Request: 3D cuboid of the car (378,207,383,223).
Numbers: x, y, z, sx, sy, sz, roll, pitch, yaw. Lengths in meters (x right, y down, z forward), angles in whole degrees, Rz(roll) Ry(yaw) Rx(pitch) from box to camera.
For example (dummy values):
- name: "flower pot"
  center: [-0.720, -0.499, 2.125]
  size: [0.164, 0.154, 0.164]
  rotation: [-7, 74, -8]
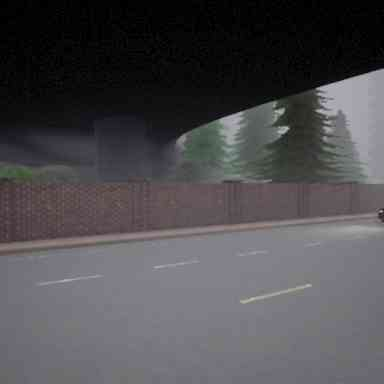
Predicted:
- name: "car"
  center: [13.572, 1.137, 20.686]
  size: [4.902, 1.511, 2.128]
  rotation: [-1, 1, -32]
